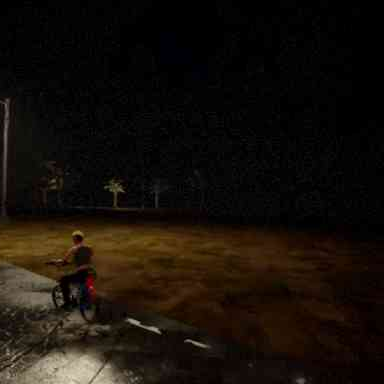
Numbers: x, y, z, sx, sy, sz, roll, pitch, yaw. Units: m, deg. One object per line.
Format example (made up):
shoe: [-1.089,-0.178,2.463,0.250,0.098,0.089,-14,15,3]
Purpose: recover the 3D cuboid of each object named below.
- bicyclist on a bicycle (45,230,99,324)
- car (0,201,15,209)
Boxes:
bicyclist on a bicycle: [-2.179,1.513,6.165,1.509,1.612,0.866,0,-1,39]
car: [-35.575,2.530,63.889,1.837,1.490,4.892,2,-2,-9]
